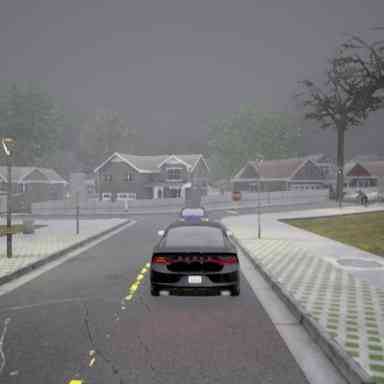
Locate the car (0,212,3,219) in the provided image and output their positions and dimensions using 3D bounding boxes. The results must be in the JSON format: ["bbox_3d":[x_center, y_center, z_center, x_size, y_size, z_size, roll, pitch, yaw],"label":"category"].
[{"bbox_3d":[-22.915,2.335,36.382,4.674,1.442,1.812,-2,0,22],"label":"car"}]

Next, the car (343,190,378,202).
[{"bbox_3d":[20.440,0.493,40.294,4.674,1.442,1.812,-2,2,-25],"label":"car"}]

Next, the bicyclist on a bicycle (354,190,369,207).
[{"bbox_3d":[16.236,0.657,31.858,0.582,1.620,1.656,-2,2,-25],"label":"bicyclist on a bicycle"}]

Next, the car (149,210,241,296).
[{"bbox_3d":[0.084,1.465,8.632,1.882,1.535,5.008,0,0,1],"label":"car"}]

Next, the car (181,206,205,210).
[{"bbox_3d":[0.074,1.499,18.499,1.812,1.442,4.674,0,0,1],"label":"car"}]
